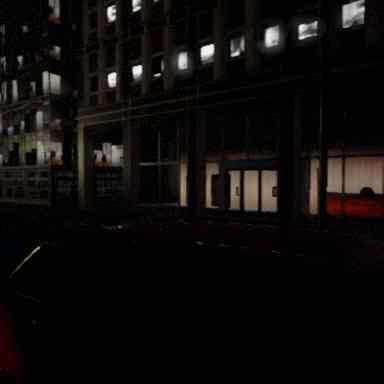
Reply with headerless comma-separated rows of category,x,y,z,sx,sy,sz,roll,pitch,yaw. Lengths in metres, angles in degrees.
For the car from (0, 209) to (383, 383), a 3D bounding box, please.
car,-0.526,1.199,3.317,5.009,1.841,2.192,1,3,37
